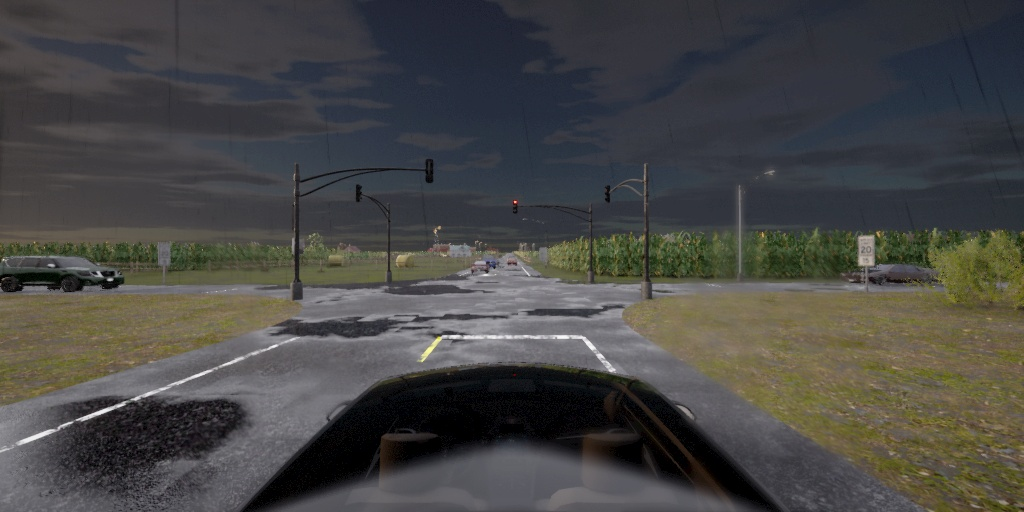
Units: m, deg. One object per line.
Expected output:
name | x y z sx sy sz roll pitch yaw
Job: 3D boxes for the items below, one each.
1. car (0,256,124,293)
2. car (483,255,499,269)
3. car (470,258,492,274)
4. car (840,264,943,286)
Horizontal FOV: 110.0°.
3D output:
car | -25.843 1.012 20.574 5.566 2.045 2.150 0 0 0
car | -3.591 0.918 54.643 2.150 2.045 5.566 0 0 0
car | -3.602 1.247 41.255 1.812 1.442 4.674 0 0 0
car | 25.301 1.218 23.935 5.357 1.411 2.033 0 0 0
